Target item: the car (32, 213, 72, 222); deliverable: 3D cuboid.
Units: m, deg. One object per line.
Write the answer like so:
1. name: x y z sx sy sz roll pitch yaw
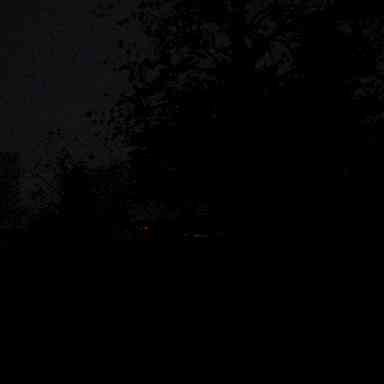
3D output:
1. car: -18.566 4.278 45.258 5.566 2.045 2.435 0 0 17

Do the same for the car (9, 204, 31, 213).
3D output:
1. car: -41.642 4.007 80.488 2.185 1.767 4.553 1 1 19

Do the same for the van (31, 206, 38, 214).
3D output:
1. van: -32.333 4.026 72.810 1.878 1.987 4.442 1 1 19

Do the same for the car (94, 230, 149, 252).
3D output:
1. car: -6.892 4.733 32.554 4.792 1.488 2.163 1 1 17

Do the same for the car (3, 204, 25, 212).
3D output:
1. car: -43.978 3.978 82.372 2.185 1.767 4.553 1 1 19

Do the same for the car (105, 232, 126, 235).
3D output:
1. car: -8.718 4.453 30.144 5.566 2.045 2.435 1 1 17

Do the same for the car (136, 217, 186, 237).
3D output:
1. car: -2.418 2.772 26.797 1.812 1.442 4.674 1 -4 38

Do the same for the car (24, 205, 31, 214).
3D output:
1. car: -34.634 4.220 74.811 2.097 1.535 5.008 1 1 19

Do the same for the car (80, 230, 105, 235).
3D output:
1. car: -10.605 4.452 27.734 5.566 2.045 2.435 1 1 17

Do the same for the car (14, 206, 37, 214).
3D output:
1. car: -39.322 4.202 78.575 2.002 1.452 4.674 0 1 19

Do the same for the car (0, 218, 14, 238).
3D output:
1. car: -23.890 4.279 38.197 5.566 2.045 2.435 0 0 17

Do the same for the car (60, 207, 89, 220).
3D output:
1. car: -22.920 4.118 65.380 2.435 2.045 5.566 1 1 19

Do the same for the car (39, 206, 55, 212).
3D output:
1. car: -29.963 4.320 71.043 2.002 1.452 4.674 0 1 19

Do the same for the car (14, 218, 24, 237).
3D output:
1. car: -22.096 4.279 40.550 5.566 2.045 2.435 0 0 17

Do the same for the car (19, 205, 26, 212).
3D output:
1. car: -36.999 4.065 76.661 2.185 1.767 4.553 0 1 19

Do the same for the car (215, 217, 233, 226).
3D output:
1. car: 4.740 4.617 52.503 1.895 1.301 4.718 0 -2 -21
